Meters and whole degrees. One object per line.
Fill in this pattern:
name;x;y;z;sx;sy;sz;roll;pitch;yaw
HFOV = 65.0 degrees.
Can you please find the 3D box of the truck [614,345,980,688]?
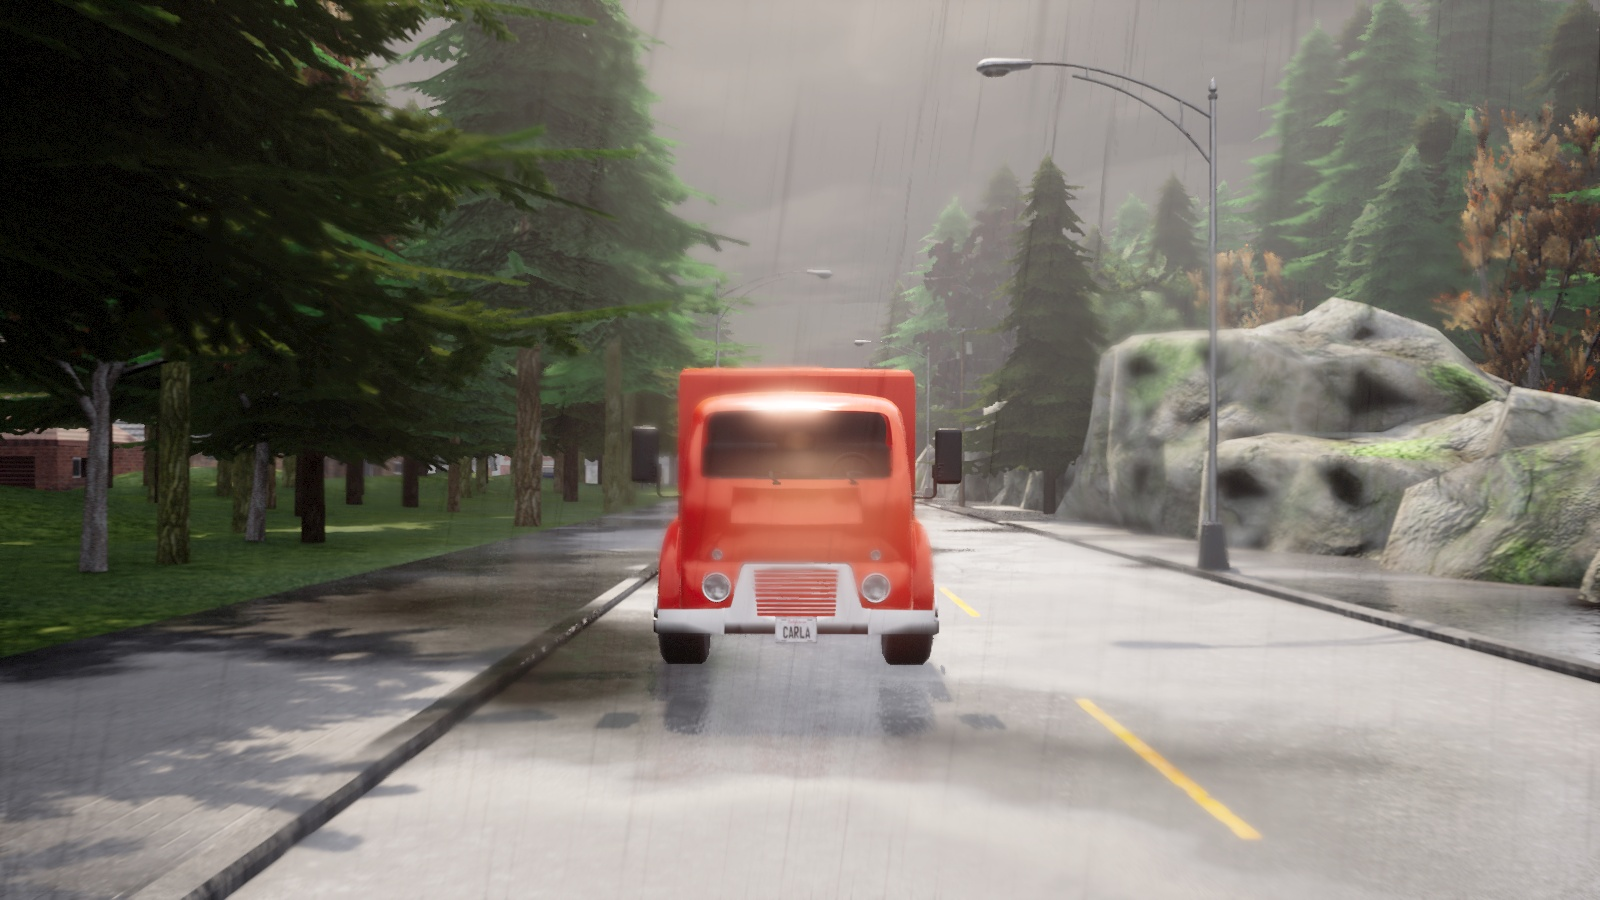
truck;-0.029;0.525;11.661;2.627;2.467;5.204;0;-1;0
